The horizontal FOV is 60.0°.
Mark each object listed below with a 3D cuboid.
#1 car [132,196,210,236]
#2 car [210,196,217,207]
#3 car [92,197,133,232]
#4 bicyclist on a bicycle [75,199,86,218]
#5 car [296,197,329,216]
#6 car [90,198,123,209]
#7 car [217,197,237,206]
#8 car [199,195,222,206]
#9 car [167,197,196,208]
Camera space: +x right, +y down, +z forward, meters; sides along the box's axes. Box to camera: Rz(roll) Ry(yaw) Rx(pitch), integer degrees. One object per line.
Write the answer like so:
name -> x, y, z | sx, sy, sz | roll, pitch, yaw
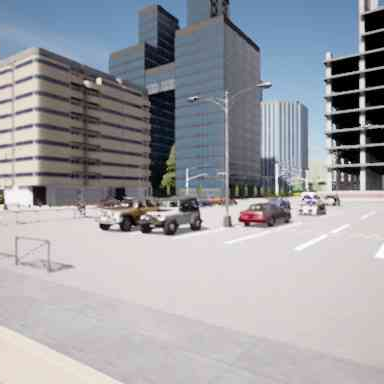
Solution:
car -> -1.020, 1.212, 17.878 | 1.905, 1.878, 3.866 | 0, 0, 34
car -> 1.419, 1.499, 51.728 | 2.097, 1.767, 4.553 | 0, 0, 34
car -> -3.384, 1.224, 19.548 | 1.932, 1.855, 4.605 | 0, 0, 34
bicyclist on a bicycle -> -9.596, 1.426, 28.519 | 1.656, 1.620, 0.582 | -1, 0, 34
car -> 11.028, 1.439, 30.811 | 1.970, 1.475, 3.806 | 0, 0, 34
car -> -12.706, 1.725, 49.793 | 1.812, 1.442, 4.674 | 0, 0, 34
car -> 6.316, 1.672, 59.096 | 1.812, 1.442, 4.674 | 0, 0, 34
car -> 3.396, 1.516, 61.026 | 2.097, 1.767, 4.553 | 0, 0, 34
car -> -1.668, 1.654, 53.411 | 2.128, 1.511, 4.902 | 0, 0, 34
